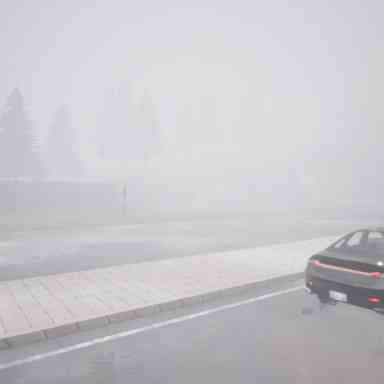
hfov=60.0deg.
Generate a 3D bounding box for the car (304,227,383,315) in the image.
[{"bbox_3d":[4.367,1.492,6.864,4.902,1.511,2.128,0,0,-36],"label":"car"}]
